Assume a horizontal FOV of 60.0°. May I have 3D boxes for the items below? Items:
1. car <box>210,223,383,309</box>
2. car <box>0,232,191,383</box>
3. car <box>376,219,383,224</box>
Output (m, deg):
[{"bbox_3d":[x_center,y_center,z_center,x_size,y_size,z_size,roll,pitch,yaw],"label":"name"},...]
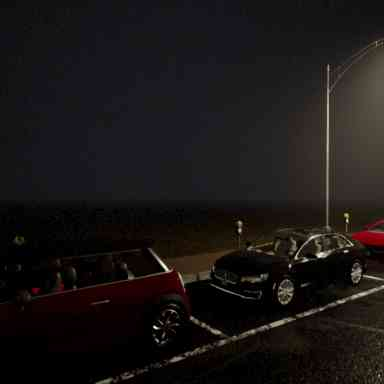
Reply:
[{"bbox_3d":[2.412,1.552,7.808,4.403,1.369,2.008,0,1,-35],"label":"car"},{"bbox_3d":[-2.094,1.440,4.593,4.097,1.590,1.967,0,1,-35],"label":"car"},{"bbox_3d":[6.920,1.547,11.023,4.507,1.381,1.887,0,1,-35],"label":"car"}]
